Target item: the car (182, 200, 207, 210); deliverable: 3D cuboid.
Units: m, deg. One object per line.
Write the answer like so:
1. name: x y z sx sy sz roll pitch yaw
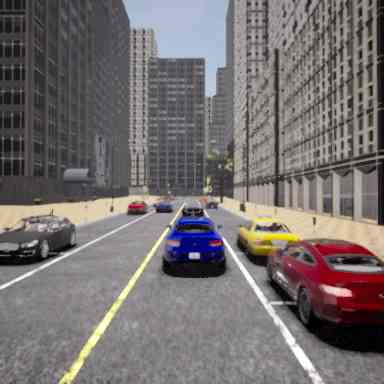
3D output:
1. car: 0.090 1.652 30.569 1.895 1.301 4.718 0 0 0

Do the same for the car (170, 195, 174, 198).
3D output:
1. car: -5.690 1.676 74.462 1.947 1.339 4.313 1 0 0

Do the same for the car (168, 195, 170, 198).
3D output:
1. car: -5.688 1.640 63.177 1.887 1.381 4.507 1 0 0

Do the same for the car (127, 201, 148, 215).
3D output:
1. car: -5.686 1.602 34.962 1.887 1.381 4.507 1 0 0

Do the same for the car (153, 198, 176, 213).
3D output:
1. car: -3.102 1.662 38.022 1.895 1.301 4.718 0 0 0

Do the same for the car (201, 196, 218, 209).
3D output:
1. car: 2.694 1.624 46.260 2.008 1.369 4.403 1 0 0

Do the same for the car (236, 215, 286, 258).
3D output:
1. car: 2.697 1.548 12.581 1.752 1.417 4.829 1 0 0

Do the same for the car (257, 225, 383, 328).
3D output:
1. car: 2.697 1.595 6.770 1.802 1.307 4.206 1 0 0

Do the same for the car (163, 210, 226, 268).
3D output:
1. car: 0.079 1.545 11.228 1.812 1.442 4.674 0 0 0

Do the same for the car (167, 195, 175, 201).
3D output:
1. car: -5.690 1.569 91.390 1.967 1.590 4.097 1 0 0

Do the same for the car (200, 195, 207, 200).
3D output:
1. car: 2.992 1.470 81.694 2.097 1.767 4.553 0 0 0

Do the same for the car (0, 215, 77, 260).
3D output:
1. car: -5.684 1.572 12.392 2.008 1.369 4.403 1 0 0
